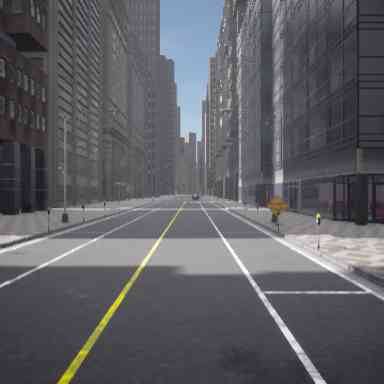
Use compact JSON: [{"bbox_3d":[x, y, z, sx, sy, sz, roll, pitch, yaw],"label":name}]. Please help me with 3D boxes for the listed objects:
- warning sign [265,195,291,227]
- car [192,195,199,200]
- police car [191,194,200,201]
[{"bbox_3d":[5.064,1.102,19.680,1.300,1.860,1.060,0,0,0],"label":"warning sign"},{"bbox_3d":[0.900,1.581,94.677,1.837,1.490,4.892,0,0,0],"label":"car"},{"bbox_3d":[0.900,1.455,84.786,1.930,1.638,5.238,0,0,0],"label":"police car"}]
